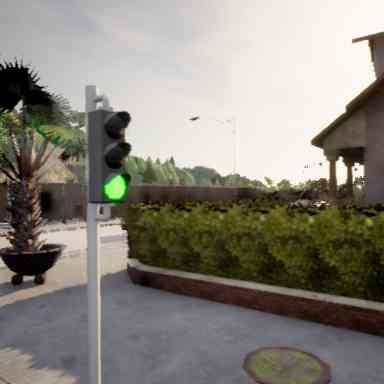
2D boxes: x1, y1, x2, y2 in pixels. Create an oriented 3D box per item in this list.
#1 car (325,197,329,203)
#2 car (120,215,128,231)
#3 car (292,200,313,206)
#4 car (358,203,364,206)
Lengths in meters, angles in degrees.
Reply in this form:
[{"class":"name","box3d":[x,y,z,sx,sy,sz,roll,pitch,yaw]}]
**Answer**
[{"class":"car","box3d":[30.614,1.699,72.676,1.882,1.535,5.008,-1,-1,36]},{"class":"car","box3d":[-2.050,1.647,20.046,1.882,1.535,5.008,-1,-1,36]},{"class":"car","box3d":[14.500,1.716,43.210,2.033,1.411,5.357,-1,-1,35]},{"class":"car","box3d":[10.250,1.208,19.106,3.633,1.501,1.845,-1,-1,33]}]
